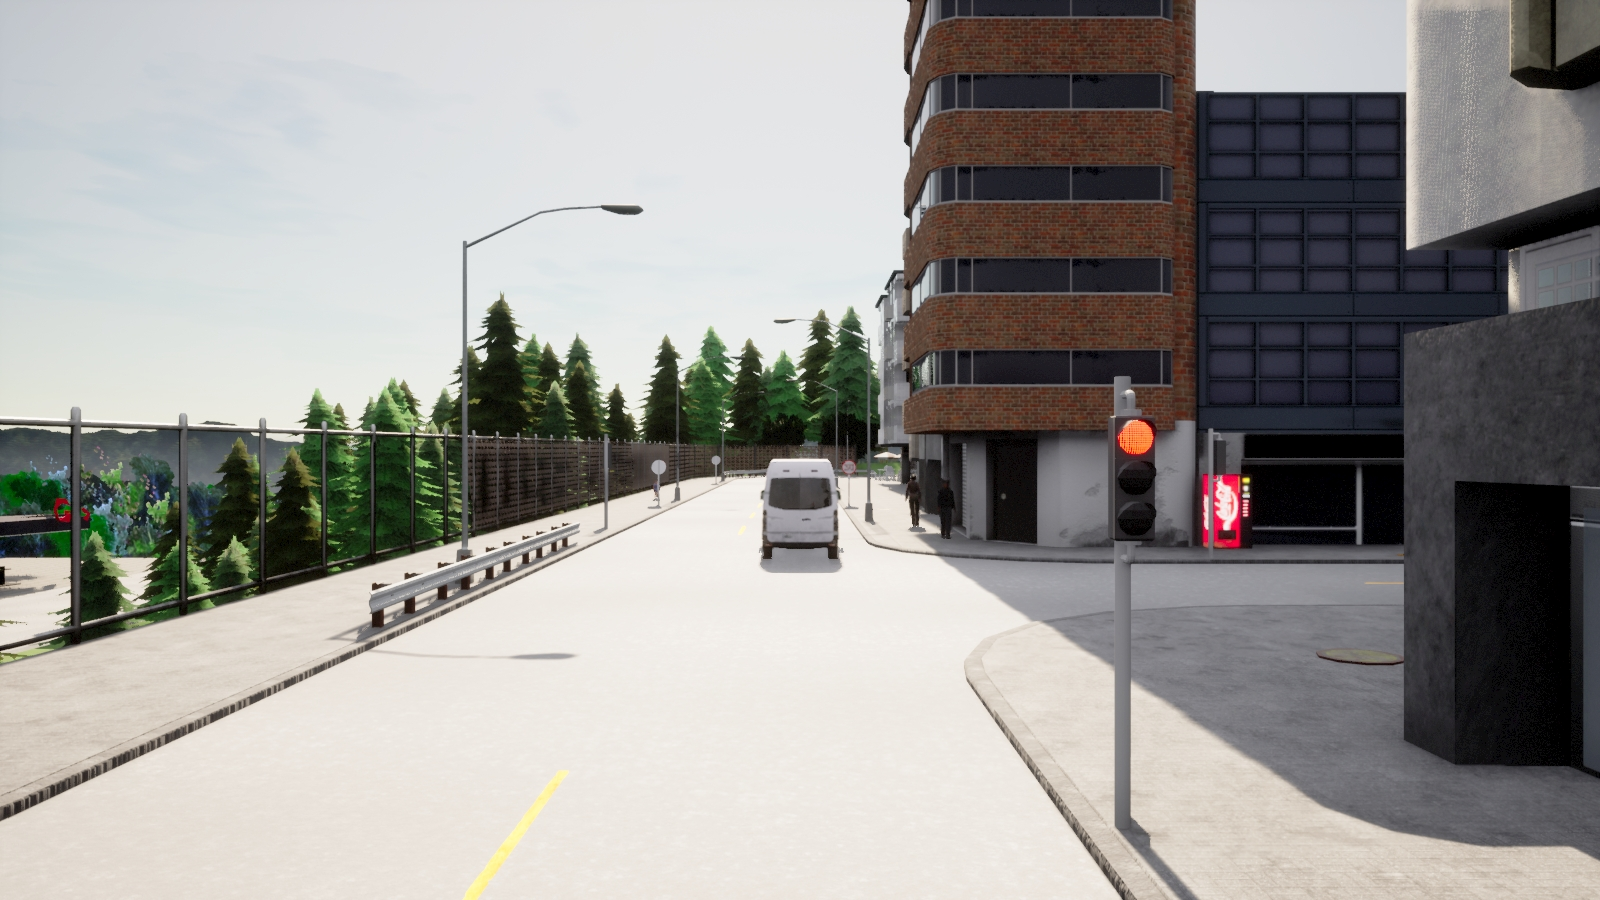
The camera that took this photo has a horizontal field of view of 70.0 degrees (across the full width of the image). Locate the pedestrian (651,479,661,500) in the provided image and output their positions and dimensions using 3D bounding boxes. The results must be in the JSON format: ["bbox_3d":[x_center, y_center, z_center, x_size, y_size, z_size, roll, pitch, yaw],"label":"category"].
[{"bbox_3d":[-7.625,2.101,60.516,0.500,1.100,0.500,0,0,1],"label":"pedestrian"}]

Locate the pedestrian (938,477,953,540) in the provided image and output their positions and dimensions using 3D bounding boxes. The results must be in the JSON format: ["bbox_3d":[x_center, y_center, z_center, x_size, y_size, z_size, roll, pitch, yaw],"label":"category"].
[{"bbox_3d":[4.337,1.723,33.993,0.375,1.860,0.375,0,0,-4],"label":"pedestrian"}]

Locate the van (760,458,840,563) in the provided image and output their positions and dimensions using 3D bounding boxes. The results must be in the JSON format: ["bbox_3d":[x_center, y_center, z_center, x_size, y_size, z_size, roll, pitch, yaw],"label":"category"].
[{"bbox_3d":[0.006,1.522,31.326,1.988,2.561,5.915,0,0,0],"label":"van"}]

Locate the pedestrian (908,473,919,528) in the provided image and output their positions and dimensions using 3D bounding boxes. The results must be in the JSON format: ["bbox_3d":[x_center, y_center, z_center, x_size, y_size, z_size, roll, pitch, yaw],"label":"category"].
[{"bbox_3d":[3.881,1.721,39.048,0.375,1.860,0.375,0,0,10],"label":"pedestrian"}]
